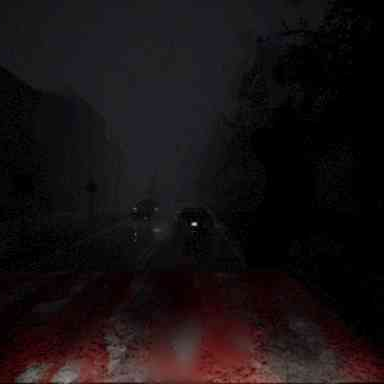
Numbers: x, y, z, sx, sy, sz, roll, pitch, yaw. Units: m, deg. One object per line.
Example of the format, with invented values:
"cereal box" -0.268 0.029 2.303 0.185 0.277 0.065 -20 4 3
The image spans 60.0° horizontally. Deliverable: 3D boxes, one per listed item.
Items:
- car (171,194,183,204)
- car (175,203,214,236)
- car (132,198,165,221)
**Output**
"car" -3.019 1.399 67.066 2.150 2.045 5.566 0 -1 1
"car" 0.119 1.510 17.933 1.994 1.385 4.181 0 0 0
"car" -3.309 1.274 26.013 2.097 1.767 4.553 0 0 0
